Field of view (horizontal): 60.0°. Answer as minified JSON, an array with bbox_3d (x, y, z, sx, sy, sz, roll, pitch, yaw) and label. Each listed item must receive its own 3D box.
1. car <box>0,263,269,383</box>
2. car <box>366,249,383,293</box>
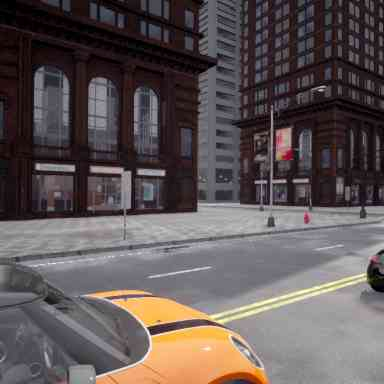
[{"bbox_3d":[-1.525,1.352,2.351,4.553,1.767,2.097,0,0,-36],"label":"car"},{"bbox_3d":[5.903,1.576,7.670,4.181,1.385,1.994,0,0,-35],"label":"car"}]
